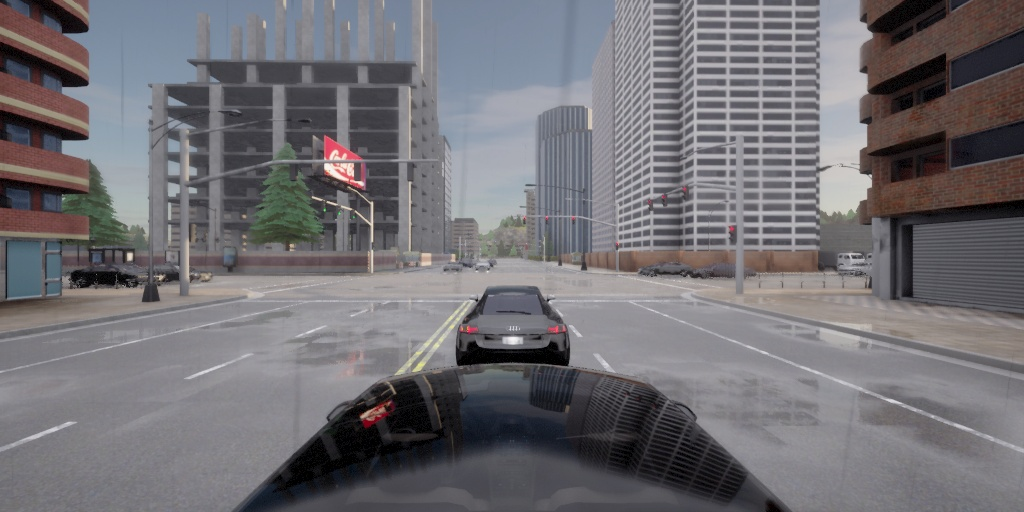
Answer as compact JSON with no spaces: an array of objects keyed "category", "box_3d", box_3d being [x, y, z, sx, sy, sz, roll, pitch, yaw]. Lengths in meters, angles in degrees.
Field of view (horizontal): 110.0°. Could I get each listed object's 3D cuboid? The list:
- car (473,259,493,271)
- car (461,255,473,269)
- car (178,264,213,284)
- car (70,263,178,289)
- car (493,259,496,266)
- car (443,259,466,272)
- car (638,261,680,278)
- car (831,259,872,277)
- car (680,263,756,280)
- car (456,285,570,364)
[{"category":"car","box_3d":[-4.035,1.276,49.991,1.812,1.442,4.674,0,0,-1]},{"category":"car","box_3d":[-7.613,1.103,58.200,2.097,1.767,4.553,0,0,0]},{"category":"car","box_3d":[-24.688,1.277,26.288,4.674,1.442,1.812,1,0,-1]},{"category":"car","box_3d":[-24.840,1.241,22.764,4.902,1.511,2.128,0,0,-1]},{"category":"car","box_3d":[-4.134,1.350,61.318,1.895,1.301,4.718,0,0,-1]},{"category":"car","box_3d":[-7.524,1.351,45.839,1.895,1.301,4.718,0,0,0]},{"category":"car","box_3d":[14.572,1.241,34.107,4.902,1.511,2.128,0,0,0]},{"category":"car","box_3d":[33.890,1.275,34.310,4.674,1.442,1.812,0,0,-1]},{"category":"car","box_3d":[17.720,1.297,30.597,5.357,1.411,2.033,0,0,-1]},{"category":"car","box_3d":[0.011,1.314,7.709,1.994,1.385,4.181,0,0,0]}]
